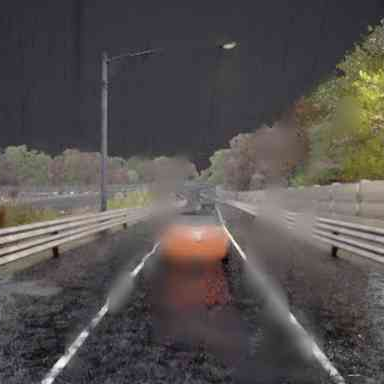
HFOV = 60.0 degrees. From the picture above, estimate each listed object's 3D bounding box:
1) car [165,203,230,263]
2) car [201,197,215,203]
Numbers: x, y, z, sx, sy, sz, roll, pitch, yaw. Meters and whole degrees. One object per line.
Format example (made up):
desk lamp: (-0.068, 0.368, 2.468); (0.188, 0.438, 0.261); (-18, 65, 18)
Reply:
car: (0.214, 1.471, 12.550); (2.097, 1.767, 4.553); (0, -1, 2)
car: (2.838, 1.935, 58.094); (2.150, 2.045, 5.566); (0, -1, 3)
